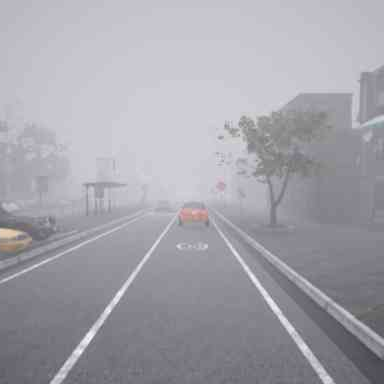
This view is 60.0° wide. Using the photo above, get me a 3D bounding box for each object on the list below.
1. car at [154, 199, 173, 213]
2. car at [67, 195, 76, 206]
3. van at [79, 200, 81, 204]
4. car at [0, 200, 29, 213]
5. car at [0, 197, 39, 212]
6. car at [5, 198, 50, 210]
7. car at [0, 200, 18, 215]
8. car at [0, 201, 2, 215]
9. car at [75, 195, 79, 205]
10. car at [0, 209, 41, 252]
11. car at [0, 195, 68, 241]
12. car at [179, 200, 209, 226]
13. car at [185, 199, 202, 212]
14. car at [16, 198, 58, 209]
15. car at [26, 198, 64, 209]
[{"bbox_3d":[-3.283,1.626,39.174,1.837,1.490,4.892,0,0,0],"label":"car"},{"bbox_3d":[-21.852,1.683,52.994,5.366,1.575,1.946,0,0,0],"label":"car"},{"bbox_3d":[-21.920,1.482,58.546,4.442,1.987,1.878,0,0,0],"label":"van"},{"bbox_3d":[-22.038,1.677,39.119,4.674,1.452,2.002,0,0,0],"label":"car"},{"bbox_3d":[-22.071,1.520,41.895,4.553,1.767,2.185,0,0,0],"label":"car"},{"bbox_3d":[-22.045,1.655,44.670,5.008,1.535,2.097,0,0,0],"label":"car"},{"bbox_3d":[-22.035,1.627,36.343,5.008,1.535,2.097,0,0,0],"label":"car"},{"bbox_3d":[-22.038,1.659,33.566,4.674,1.452,2.002,0,0,0],"label":"car"},{"bbox_3d":[-22.067,1.726,55.771,4.792,1.488,2.163,0,0,0],"label":"car"},{"bbox_3d":[-8.778,1.549,12.203,5.366,1.575,1.946,0,0,0],"label":"car"},{"bbox_3d":[-8.935,1.309,15.008,5.566,2.045,2.435,0,0,0],"label":"car"},{"bbox_3d":[0.137,1.457,24.773,2.097,1.767,4.553,0,0,0],"label":"car"},{"bbox_3d":[0.162,1.659,42.070,2.033,1.411,5.357,0,0,0],"label":"car"},{"bbox_3d":[-22.033,1.667,47.445,4.892,1.521,2.231,0,0,0],"label":"car"},{"bbox_3d":[-22.068,1.705,50.220,4.792,1.488,2.163,0,0,0],"label":"car"}]
